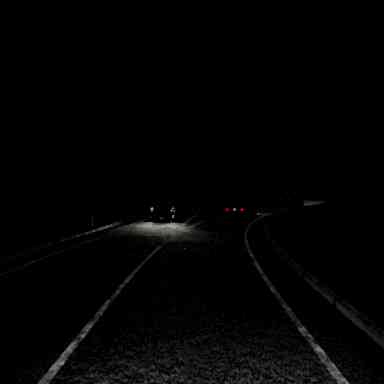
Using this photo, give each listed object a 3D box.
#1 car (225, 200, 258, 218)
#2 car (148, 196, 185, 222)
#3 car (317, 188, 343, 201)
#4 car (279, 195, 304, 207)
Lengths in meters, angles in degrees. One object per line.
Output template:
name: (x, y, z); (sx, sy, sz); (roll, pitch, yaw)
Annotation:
car: (4.226, 1.397, 28.111); (2.033, 1.411, 5.357); (0, 0, 21)
car: (-1.843, 1.255, 25.449); (2.097, 1.767, 4.553); (0, 0, 8)
car: (24.054, 0.427, 57.621); (5.566, 2.045, 2.150); (-2, 1, -32)
car: (12.771, 1.094, 42.581); (2.128, 1.511, 4.902); (0, 0, 38)
